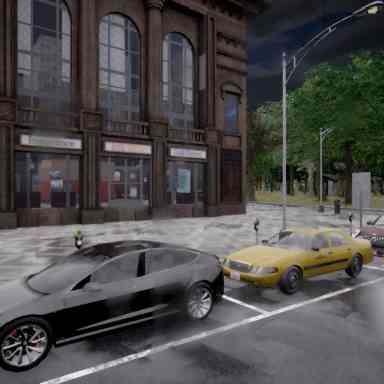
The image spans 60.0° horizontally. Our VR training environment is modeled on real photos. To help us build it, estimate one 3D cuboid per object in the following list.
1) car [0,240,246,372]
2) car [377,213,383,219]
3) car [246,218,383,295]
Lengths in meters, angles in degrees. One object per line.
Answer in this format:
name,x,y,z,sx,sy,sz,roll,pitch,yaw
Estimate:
car,-1.376,1.566,5.668,4.313,1.339,1.947,0,0,-36
car,7.475,1.441,11.988,4.097,1.590,1.967,0,0,-36
car,2.911,1.525,8.730,4.829,1.417,1.752,0,0,-36
